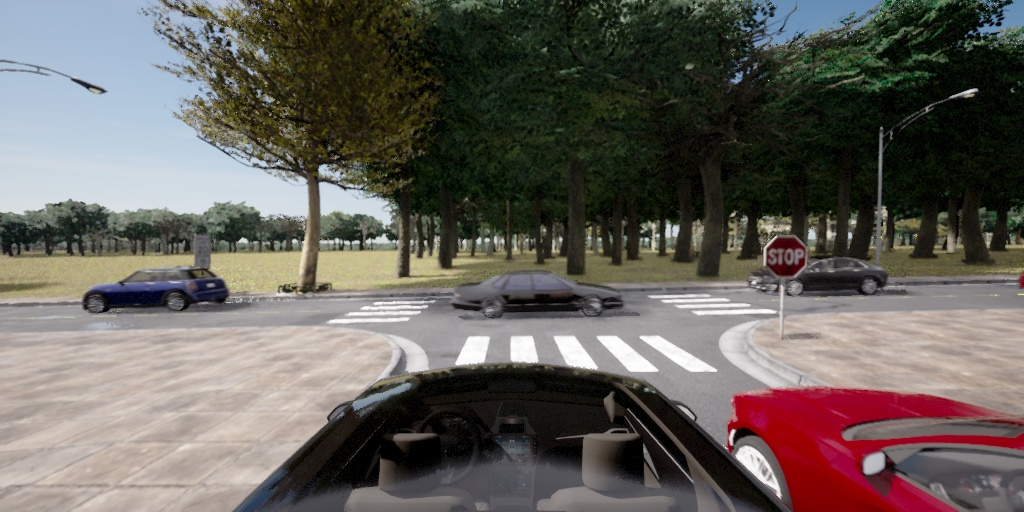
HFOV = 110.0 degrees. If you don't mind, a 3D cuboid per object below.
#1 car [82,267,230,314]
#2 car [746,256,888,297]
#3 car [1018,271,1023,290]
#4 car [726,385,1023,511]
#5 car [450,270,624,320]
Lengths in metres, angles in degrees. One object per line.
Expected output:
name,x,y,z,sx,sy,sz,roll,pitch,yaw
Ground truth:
car,-14.324,1.258,14.543,4.553,1.767,2.097,-1,2,0
car,12.266,0.781,14.588,4.892,1.490,1.837,-1,2,0
car,19.560,0.713,11.650,4.674,1.442,1.812,-1,2,0
car,2.638,1.300,1.193,1.888,1.381,4.507,0,0,0
car,0.744,1.166,11.626,5.357,1.411,2.033,-1,1,0
